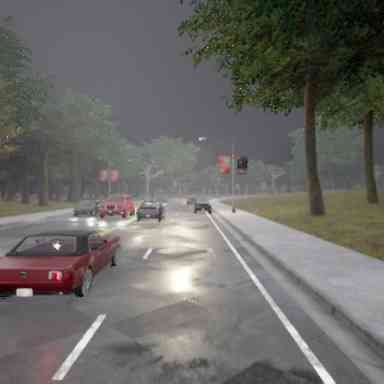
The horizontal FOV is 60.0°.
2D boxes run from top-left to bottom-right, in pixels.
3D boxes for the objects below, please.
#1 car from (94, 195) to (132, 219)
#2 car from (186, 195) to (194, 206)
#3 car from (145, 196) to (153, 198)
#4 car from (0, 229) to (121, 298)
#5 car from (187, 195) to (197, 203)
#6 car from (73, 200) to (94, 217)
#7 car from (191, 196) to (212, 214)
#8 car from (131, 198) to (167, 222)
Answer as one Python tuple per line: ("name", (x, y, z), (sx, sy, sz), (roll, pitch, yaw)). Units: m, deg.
("car", (-6.591, 1.252, 29.600), (2.150, 2.045, 5.566), (0, 0, 0))
("car", (0.013, 1.571, 55.742), (2.128, 1.511, 4.902), (0, 0, 0))
("car", (-9.599, 1.641, 73.749), (2.128, 1.511, 4.902), (0, 0, 1))
("car", (-3.149, 1.608, 8.487), (1.895, 1.301, 4.718), (0, 0, 0))
("car", (0.064, 1.461, 71.824), (1.882, 1.535, 5.008), (0, 0, 3))
("car", (-9.838, 1.538, 31.853), (1.837, 1.490, 4.892), (0, 0, 0))
("car", (1.146, 1.545, 36.080), (1.837, 1.490, 4.892), (0, 0, 0))
("car", (-3.145, 1.517, 26.277), (2.128, 1.511, 4.902), (0, 0, 0))
